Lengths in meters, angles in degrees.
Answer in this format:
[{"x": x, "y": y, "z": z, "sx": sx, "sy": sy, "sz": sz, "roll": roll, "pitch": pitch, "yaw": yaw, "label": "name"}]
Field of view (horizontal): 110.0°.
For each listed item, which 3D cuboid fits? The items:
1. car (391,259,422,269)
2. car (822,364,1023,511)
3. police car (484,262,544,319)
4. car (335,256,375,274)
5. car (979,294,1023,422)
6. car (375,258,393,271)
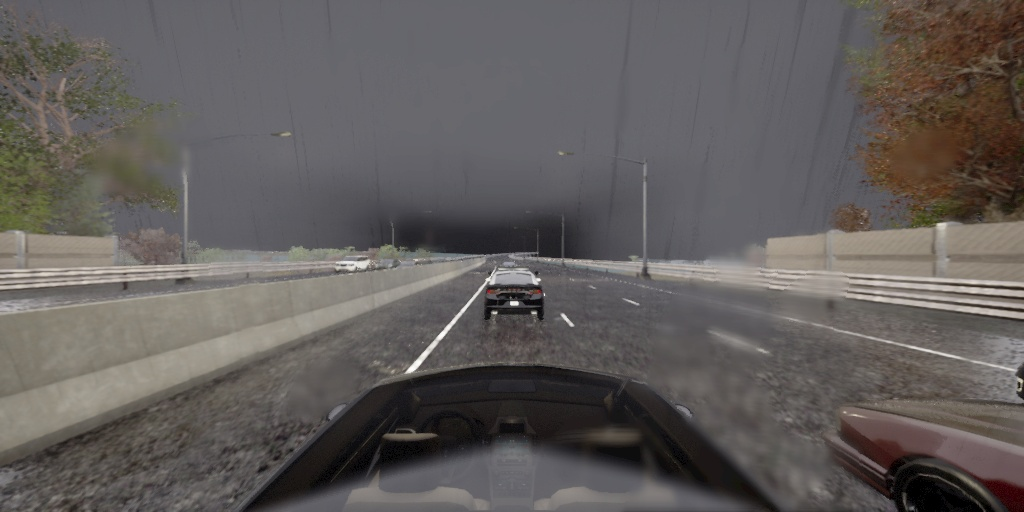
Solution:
[{"x": -10.998, "y": 1.246, "z": 38.527, "sx": 1.837, "sy": 1.490, "sz": 4.892, "roll": 0, "pitch": 0, "yaw": -1, "label": "car"}, {"x": 3.595, "y": 1.297, "z": 0.568, "sx": 2.033, "sy": 1.411, "sz": 5.357, "roll": 0, "pitch": 0, "yaw": 0, "label": "car"}, {"x": 0.050, "y": 1.173, "z": 13.014, "sx": 1.930, "sy": 1.638, "sz": 5.238, "roll": 0, "pitch": 0, "yaw": 0, "label": "police car"}, {"x": -18.049, "y": 0.961, "z": 40.935, "sx": 2.150, "sy": 2.045, "sz": 5.566, "roll": 0, "pitch": 0, "yaw": -1, "label": "car"}, {"x": 7.092, "y": 1.253, "z": 2.289, "sx": 1.837, "sy": 1.490, "sz": 4.892, "roll": 0, "pitch": 0, "yaw": 0, "label": "car"}, {"x": -14.582, "y": 1.089, "z": 42.443, "sx": 2.097, "sy": 1.767, "sz": 4.553, "roll": 0, "pitch": 0, "yaw": -1, "label": "car"}]
